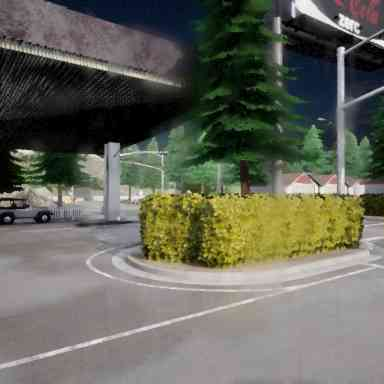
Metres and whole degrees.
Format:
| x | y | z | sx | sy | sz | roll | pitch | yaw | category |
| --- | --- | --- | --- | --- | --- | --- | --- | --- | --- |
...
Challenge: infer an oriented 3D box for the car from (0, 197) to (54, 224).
| x | y | z | sx | sy | sz | roll | pitch | yaw | category |
| --- | --- | --- | --- | --- | --- | --- | --- | --- | --- |
| -11.986 | 1.313 | 23.469 | 3.866 | 1.878 | 1.905 | 0 | 0 | -36 | car |
